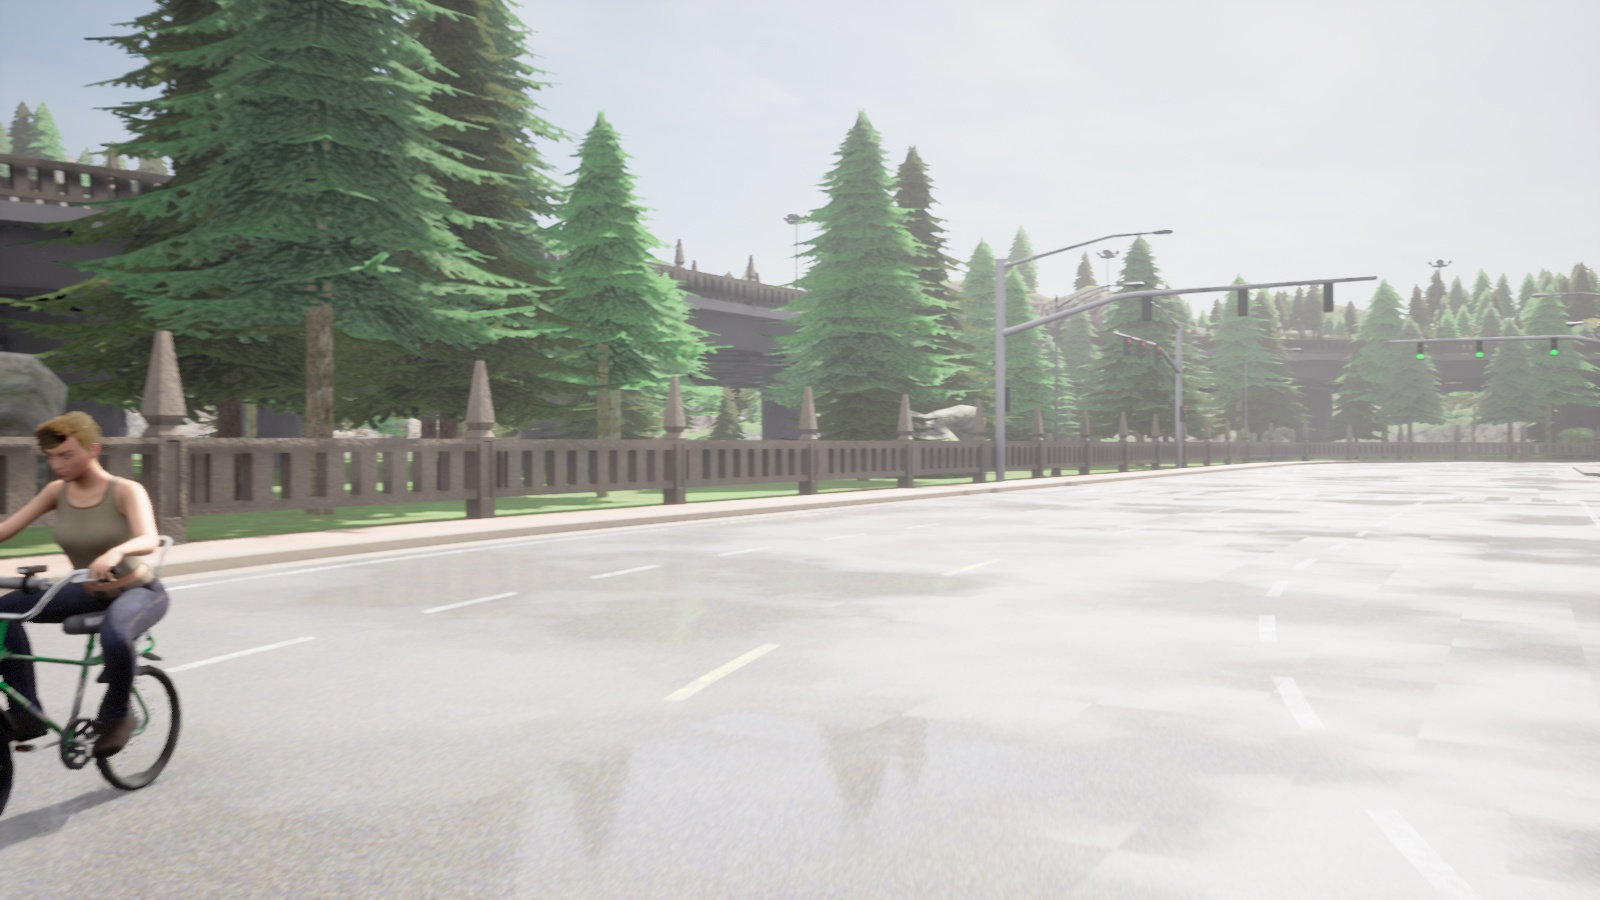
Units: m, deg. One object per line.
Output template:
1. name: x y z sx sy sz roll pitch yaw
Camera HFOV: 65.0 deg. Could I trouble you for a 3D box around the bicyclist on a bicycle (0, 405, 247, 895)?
1. bicyclist on a bicycle: -2.955 0.650 4.769 0.866 1.612 1.509 1 0 9
